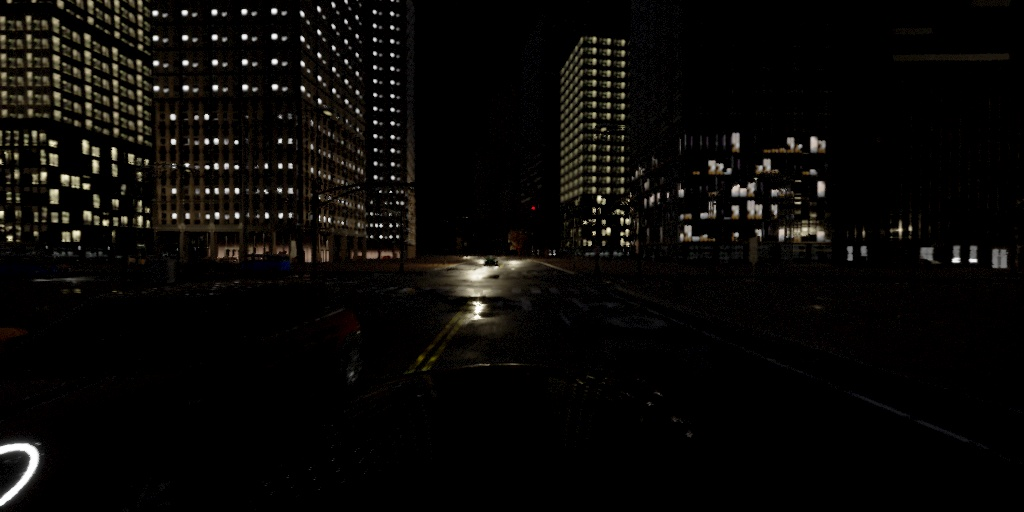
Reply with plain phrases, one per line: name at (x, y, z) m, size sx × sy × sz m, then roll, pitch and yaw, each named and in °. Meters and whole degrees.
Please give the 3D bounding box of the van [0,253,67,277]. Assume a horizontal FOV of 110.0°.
van at (-33.928, 0.807, 24.775) m, size 3.998 × 1.789 × 1.690 m, roll 0°, pitch 0°, yaw 1°

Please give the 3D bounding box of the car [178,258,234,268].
car at (-28.183, 0.912, 33.037) m, size 4.507 × 1.381 × 1.888 m, roll 0°, pitch 0°, yaw 1°

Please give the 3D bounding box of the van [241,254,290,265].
van at (-22.644, 0.733, 32.989) m, size 3.998 × 1.789 × 1.690 m, roll 0°, pitch 0°, yaw 1°

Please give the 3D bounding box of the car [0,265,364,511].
car at (-3.335, 1.088, 3.601) m, size 2.097 × 1.767 × 4.553 m, roll 0°, pitch 0°, yaw 0°

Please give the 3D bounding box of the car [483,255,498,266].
car at (-3.231, 0.671, 55.288) m, size 2.097 × 1.767 × 4.553 m, roll 0°, pitch 0°, yaw 0°

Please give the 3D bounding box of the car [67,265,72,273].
car at (-36.872, 0.890, 27.441) m, size 5.008 × 1.535 × 1.882 m, roll 0°, pitch 1°, yaw 2°

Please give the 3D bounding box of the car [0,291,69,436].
car at (-6.591, 1.225, 2.067) m, size 1.882 × 1.535 × 5.008 m, roll 0°, pitch 0°, yaw 0°
